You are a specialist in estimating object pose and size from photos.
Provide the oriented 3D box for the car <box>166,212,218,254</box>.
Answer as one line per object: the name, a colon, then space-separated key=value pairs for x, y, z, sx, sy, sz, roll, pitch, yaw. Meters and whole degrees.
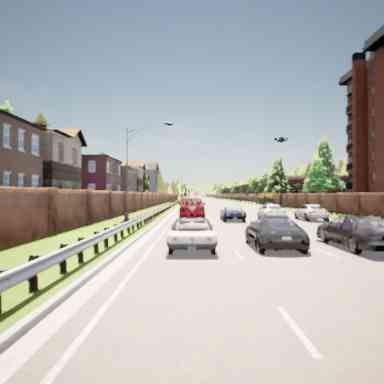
car: x=0.006 y=1.737 z=14.112 sx=1.895 sy=1.301 sz=4.718 roll=0 pitch=-1 yaw=0

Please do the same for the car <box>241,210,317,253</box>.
car: x=3.508 y=1.702 z=14.283 sx=1.994 sy=1.385 sz=4.181 roll=0 pitch=-1 yaw=0

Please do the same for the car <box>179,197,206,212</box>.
car: x=0.010 y=1.495 z=29.028 sx=2.150 sy=2.045 sz=5.566 roll=0 pitch=0 yaw=0

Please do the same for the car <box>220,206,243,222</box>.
car: x=3.511 y=1.880 z=29.110 sx=1.895 sy=1.301 sz=4.718 roll=0 pitch=-1 yaw=0

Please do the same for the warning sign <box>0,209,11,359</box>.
warning sign: x=-3.048 y=1.153 z=3.877 sx=1.300 sy=1.860 sz=1.060 roll=0 pitch=-1 yaw=0

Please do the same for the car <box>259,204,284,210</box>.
car: x=7.014 y=1.807 z=29.374 sx=1.812 sy=1.442 sz=4.674 roll=0 pitch=0 yaw=0

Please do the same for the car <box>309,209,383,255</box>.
car: x=7.006 y=1.682 z=13.993 sx=2.033 sy=1.411 sz=5.357 roll=0 pitch=-1 yaw=0

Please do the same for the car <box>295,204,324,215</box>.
car: x=10.514 y=1.808 z=29.398 sx=1.812 sy=1.442 sz=4.674 roll=0 pitch=0 yaw=0
